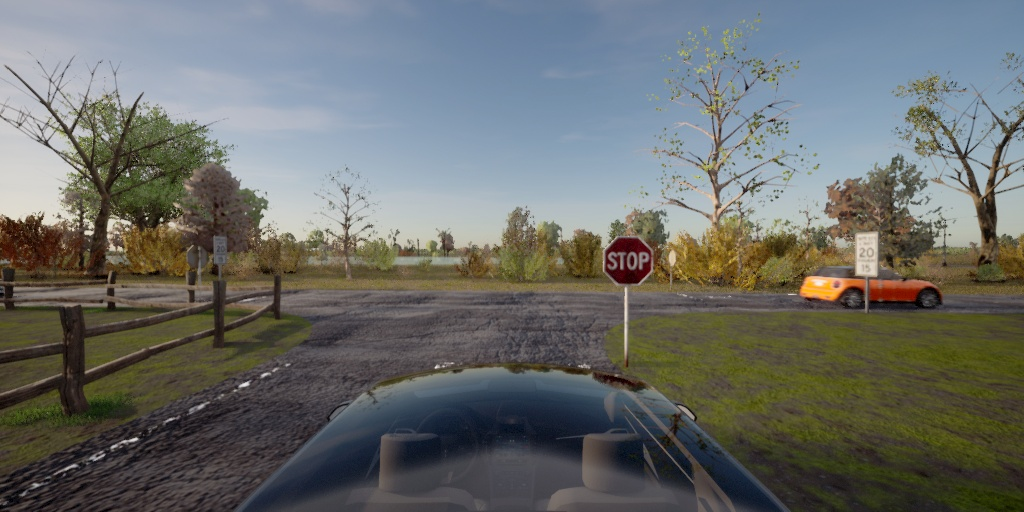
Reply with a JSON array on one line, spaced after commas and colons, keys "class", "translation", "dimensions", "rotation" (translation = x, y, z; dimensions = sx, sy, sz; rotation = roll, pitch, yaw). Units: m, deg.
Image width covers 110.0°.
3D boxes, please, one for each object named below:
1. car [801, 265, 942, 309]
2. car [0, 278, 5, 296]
[{"class": "car", "translation": [15.220, 1.224, 15.311], "dimensions": [4.553, 1.767, 2.097], "rotation": [0, 0, 0]}, {"class": "car", "translation": [-24.748, 1.116, 15.410], "dimensions": [4.674, 1.442, 1.812], "rotation": [1, 0, 0]}]
